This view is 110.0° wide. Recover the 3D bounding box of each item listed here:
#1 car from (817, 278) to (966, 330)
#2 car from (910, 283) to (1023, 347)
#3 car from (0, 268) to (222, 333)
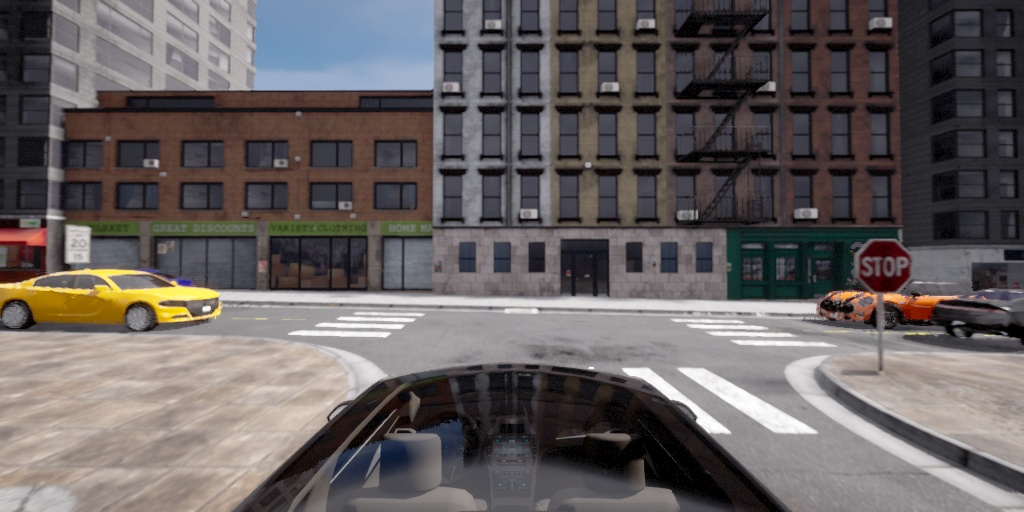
[{"bbox_3d":[13.577,1.567,12.634,4.553,1.767,2.097,1,-1,0],"label":"car"},{"bbox_3d":[14.472,1.674,9.679,4.902,1.511,2.128,1,-1,0],"label":"car"},{"bbox_3d":[-10.796,1.114,9.769,5.008,1.535,1.882,1,-1,0],"label":"car"}]
